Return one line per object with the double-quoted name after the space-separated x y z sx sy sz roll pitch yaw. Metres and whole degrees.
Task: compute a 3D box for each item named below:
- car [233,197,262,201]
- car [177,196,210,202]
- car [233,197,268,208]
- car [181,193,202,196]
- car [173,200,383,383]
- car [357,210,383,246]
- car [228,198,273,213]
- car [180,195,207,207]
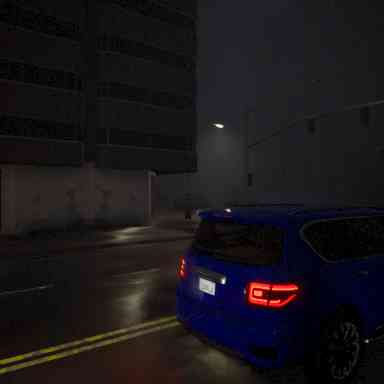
5.405 1.491 33.789 2.128 1.511 4.902 0 0 -36 "car"
-0.346 1.547 41.666 2.033 1.411 5.357 0 0 -36 "car"
8.366 1.477 47.828 1.882 1.535 5.008 0 0 -36 "car"
0.295 1.222 46.735 2.150 2.045 5.566 0 0 -35 "car"
2.380 1.221 5.507 5.566 2.045 2.150 0 0 -35 "car"
9.600 1.564 15.174 4.181 1.385 1.994 0 0 -36 "car"
6.610 1.491 38.073 2.128 1.511 4.902 0 0 -36 "car"
0.216 1.352 53.067 2.097 1.767 4.553 0 0 -36 "car"
